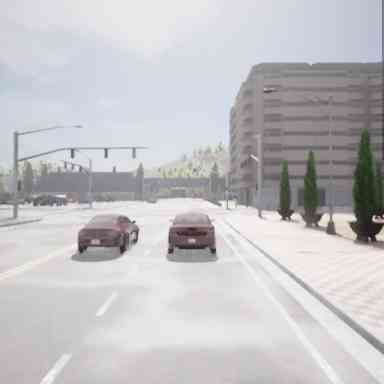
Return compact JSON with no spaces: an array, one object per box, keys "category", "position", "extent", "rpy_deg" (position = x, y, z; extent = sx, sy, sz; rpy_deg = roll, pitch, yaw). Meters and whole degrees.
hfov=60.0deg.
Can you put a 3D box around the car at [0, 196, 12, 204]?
[{"category":"car","position":[-47.097,1.944,83.045],"extent":[1.932,1.855,4.605],"rpy_deg":[0,-1,0]}]

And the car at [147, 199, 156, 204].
[{"category":"car","position":[-10.489,2.373,86.206],"extent":[1.994,1.385,4.181],"rpy_deg":[0,-1,0]}]

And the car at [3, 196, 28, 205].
[{"category":"car","position":[-36.023,2.043,67.991],"extent":[1.970,1.475,3.806],"rpy_deg":[0,-1,0]}]

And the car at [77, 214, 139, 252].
[{"category":"car","position":[-3.494,1.663,14.378],"extent":[1.812,1.442,4.674],"rpy_deg":[0,0,0]}]

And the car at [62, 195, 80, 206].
[{"category":"car","position":[-30.200,2.186,83.071],"extent":[1.970,1.475,3.806],"rpy_deg":[0,-1,0]}]

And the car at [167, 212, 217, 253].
[{"category":"car","position":[0.007,1.616,14.476],"extent":[1.882,1.535,5.008],"rpy_deg":[0,0,0]}]

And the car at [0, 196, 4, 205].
[{"category":"car","position":[-38.918,2.011,68.002],"extent":[1.784,1.438,3.905],"rpy_deg":[0,-1,0]}]
